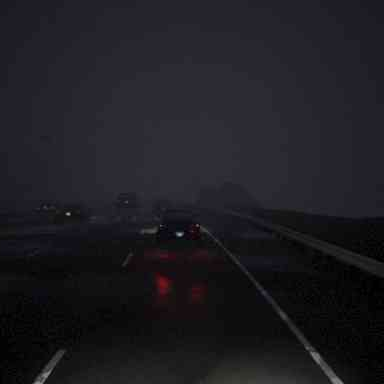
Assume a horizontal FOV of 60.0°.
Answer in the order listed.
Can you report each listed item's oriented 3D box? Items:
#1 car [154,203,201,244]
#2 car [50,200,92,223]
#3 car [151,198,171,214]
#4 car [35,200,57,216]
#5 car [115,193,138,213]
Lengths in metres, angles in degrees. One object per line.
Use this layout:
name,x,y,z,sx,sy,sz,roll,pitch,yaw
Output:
car,-0.676,1.464,15.348,1.812,1.442,4.674,0,0,-5
car,-8.769,1.473,24.809,1.994,1.385,4.181,0,0,-8
car,-3.152,1.357,34.081,2.128,1.511,4.902,0,0,-10
car,-13.346,1.434,31.685,2.033,1.411,5.357,0,0,-10
car,-6.929,1.086,35.377,2.150,2.045,5.566,0,0,-11
